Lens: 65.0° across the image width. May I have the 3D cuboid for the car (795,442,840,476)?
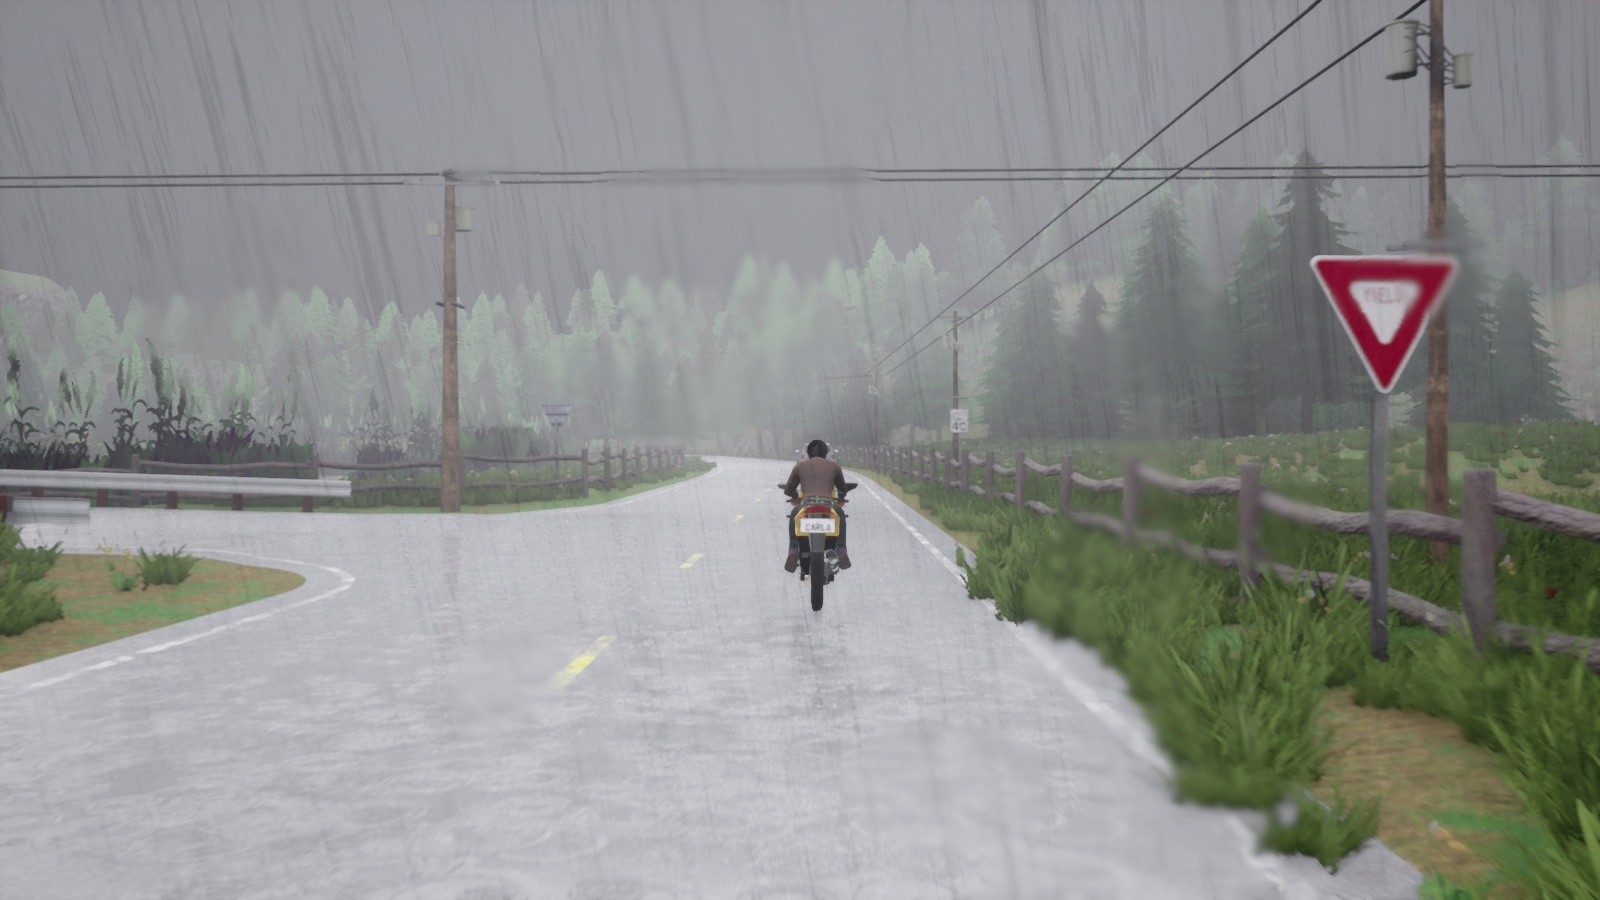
[{"bbox_3d":[0.767,0.384,57.118,1.970,1.475,3.806,0,0,0],"label":"car"}]

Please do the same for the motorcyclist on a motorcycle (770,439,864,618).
[{"bbox_3d":[0.162,0.661,11.686,0.797,1.523,2.044,0,0,1],"label":"motorcyclist on a motorcycle"}]
